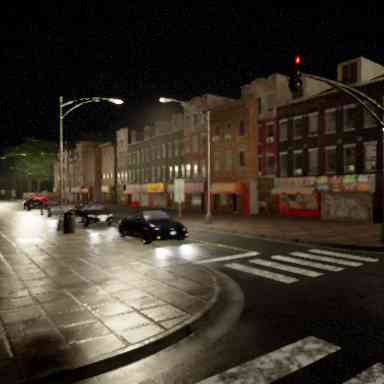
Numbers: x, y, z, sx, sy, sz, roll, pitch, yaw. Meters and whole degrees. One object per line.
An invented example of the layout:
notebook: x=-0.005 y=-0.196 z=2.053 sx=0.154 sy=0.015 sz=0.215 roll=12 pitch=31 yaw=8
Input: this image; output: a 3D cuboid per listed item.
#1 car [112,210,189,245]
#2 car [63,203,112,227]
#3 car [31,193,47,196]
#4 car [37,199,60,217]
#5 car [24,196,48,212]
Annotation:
car: x=-1.952 y=1.579 z=15.935 sx=1.994 sy=1.385 sz=4.181 roll=0 pitch=0 yaw=-35
car: x=-7.066 y=1.499 z=23.125 sx=2.128 sy=1.511 sz=4.902 roll=0 pitch=0 yaw=-35
car: x=-24.160 y=1.222 z=52.245 sx=2.150 sy=2.045 sz=5.566 roll=0 pitch=0 yaw=-35
car: x=-12.900 y=1.606 z=31.339 sx=1.895 sy=1.301 sz=4.718 roll=0 pitch=0 yaw=-35
car: x=-18.817 y=1.534 z=39.730 sx=1.812 sy=1.442 sz=4.674 roll=0 pitch=0 yaw=-35
